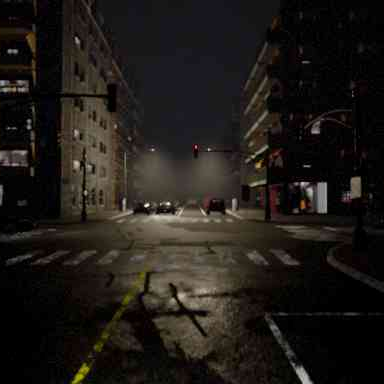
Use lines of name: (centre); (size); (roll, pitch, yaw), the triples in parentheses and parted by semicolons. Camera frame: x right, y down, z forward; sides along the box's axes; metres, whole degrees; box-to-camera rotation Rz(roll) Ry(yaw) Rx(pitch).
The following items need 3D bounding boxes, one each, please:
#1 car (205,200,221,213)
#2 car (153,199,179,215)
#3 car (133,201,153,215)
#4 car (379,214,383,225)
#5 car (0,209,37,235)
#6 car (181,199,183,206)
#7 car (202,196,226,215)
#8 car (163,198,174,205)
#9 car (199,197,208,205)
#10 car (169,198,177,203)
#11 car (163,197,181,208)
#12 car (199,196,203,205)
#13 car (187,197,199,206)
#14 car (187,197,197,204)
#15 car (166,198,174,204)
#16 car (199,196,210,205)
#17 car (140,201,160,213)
car: (2.586, 1.776, 42.192); (1.752, 1.417, 4.829); (1, 0, 0)
car: (-2.836, 1.781, 36.685); (1.994, 1.385, 4.181); (0, 0, 0)
car: (-5.296, 1.782, 36.417); (1.947, 1.339, 4.313); (1, 0, 0)
car: (14.852, 1.595, 21.594); (5.008, 1.535, 1.882); (0, -2, 0)
car: (-11.521, 1.598, 18.938); (5.008, 1.535, 1.882); (0, -1, -3)
car: (-2.773, 1.910, 55.499); (1.994, 1.385, 4.181); (0, 0, 1)
car: (2.589, 1.531, 36.464); (2.192, 1.841, 5.009); (1, 0, 0)
car: (-5.294, 2.086, 75.349); (2.008, 1.369, 4.403); (1, -1, 0)
car: (2.588, 1.976, 75.384); (1.967, 1.590, 4.097); (1, -1, 0)
car: (-5.292, 2.276, 92.039); (2.008, 1.369, 4.403); (1, -1, 0)
car: (-2.827, 1.778, 45.565); (1.837, 1.490, 4.892); (0, 0, 0)
car: (2.589, 1.602, 47.588); (2.192, 1.841, 5.009); (1, 0, 0)
car: (0.009, 1.917, 66.046); (1.882, 1.535, 5.008); (0, -1, 0)
car: (0.010, 1.904, 76.472); (2.128, 1.511, 4.902); (0, -1, 0)
car: (-5.293, 2.120, 80.741); (1.752, 1.417, 4.829); (1, -1, 0)
car: (2.589, 1.791, 69.821); (2.192, 1.841, 5.009); (1, -1, 0)
car: (-5.295, 1.816, 41.978); (1.947, 1.339, 4.313); (1, 0, 0)
